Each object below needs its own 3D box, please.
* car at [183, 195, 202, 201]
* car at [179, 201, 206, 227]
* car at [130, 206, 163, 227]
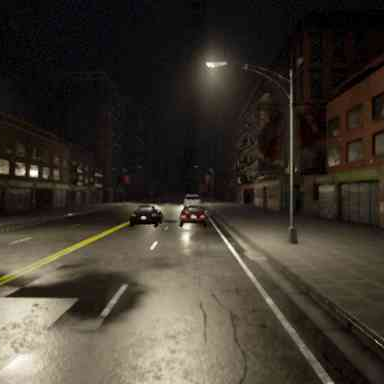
[{"bbox_3d":[0.052,1.413,41.601,2.150,2.045,5.566,0,-1,0],"label":"car"},{"bbox_3d":[0.064,1.655,23.994,2.033,1.411,5.357,0,0,0],"label":"car"},{"bbox_3d":[-3.176,1.671,23.799,1.994,1.385,4.181,0,0,0],"label":"car"}]
